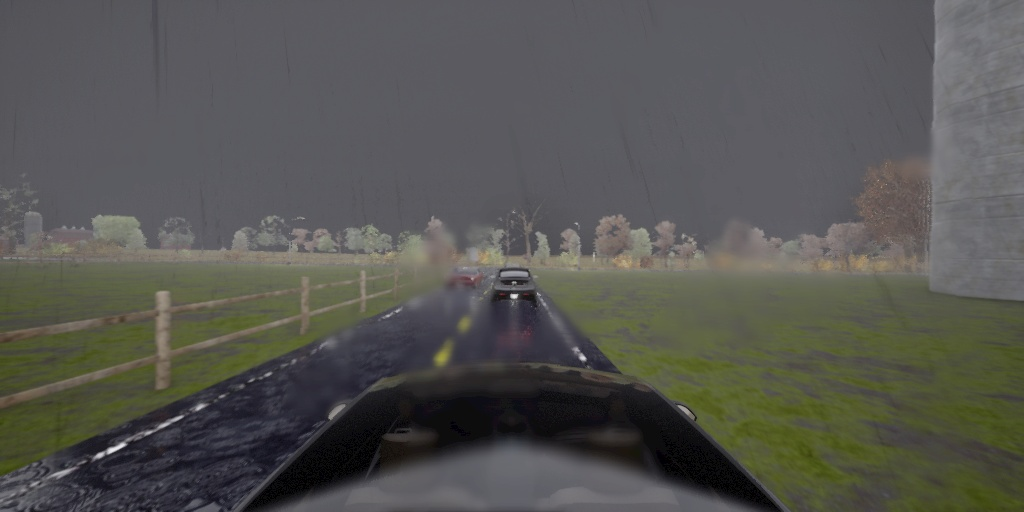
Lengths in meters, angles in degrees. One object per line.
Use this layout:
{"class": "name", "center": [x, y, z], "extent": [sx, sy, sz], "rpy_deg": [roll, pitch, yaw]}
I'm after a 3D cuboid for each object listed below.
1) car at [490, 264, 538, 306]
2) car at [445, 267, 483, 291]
{"class": "car", "center": [0.095, 1.251, 15.756], "extent": [1.837, 1.490, 4.892], "rpy_deg": [0, 0, 0]}
{"class": "car", "center": [-2.858, 1.347, 22.013], "extent": [1.895, 1.301, 4.718], "rpy_deg": [0, 0, 0]}
